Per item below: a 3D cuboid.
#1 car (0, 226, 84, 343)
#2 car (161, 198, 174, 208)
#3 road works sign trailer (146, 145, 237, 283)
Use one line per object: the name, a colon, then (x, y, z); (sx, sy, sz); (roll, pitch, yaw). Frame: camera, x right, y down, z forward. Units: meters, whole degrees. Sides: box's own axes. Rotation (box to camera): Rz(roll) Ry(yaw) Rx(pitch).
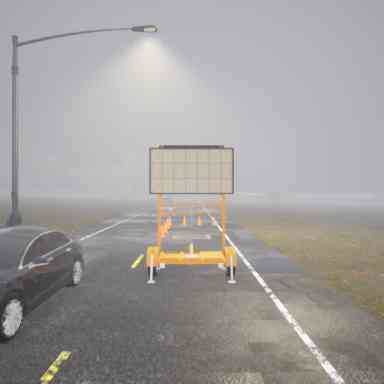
car: (-3.608, 1.505, 6.497); (1.837, 1.490, 4.892); (0, 0, 0)
car: (-3.646, 1.551, 48.957); (2.033, 1.411, 5.357); (0, 0, 0)
road works sign trailer: (-0.010, 0.465, 9.619); (2.380, 3.560, 2.880); (0, 0, 0)
